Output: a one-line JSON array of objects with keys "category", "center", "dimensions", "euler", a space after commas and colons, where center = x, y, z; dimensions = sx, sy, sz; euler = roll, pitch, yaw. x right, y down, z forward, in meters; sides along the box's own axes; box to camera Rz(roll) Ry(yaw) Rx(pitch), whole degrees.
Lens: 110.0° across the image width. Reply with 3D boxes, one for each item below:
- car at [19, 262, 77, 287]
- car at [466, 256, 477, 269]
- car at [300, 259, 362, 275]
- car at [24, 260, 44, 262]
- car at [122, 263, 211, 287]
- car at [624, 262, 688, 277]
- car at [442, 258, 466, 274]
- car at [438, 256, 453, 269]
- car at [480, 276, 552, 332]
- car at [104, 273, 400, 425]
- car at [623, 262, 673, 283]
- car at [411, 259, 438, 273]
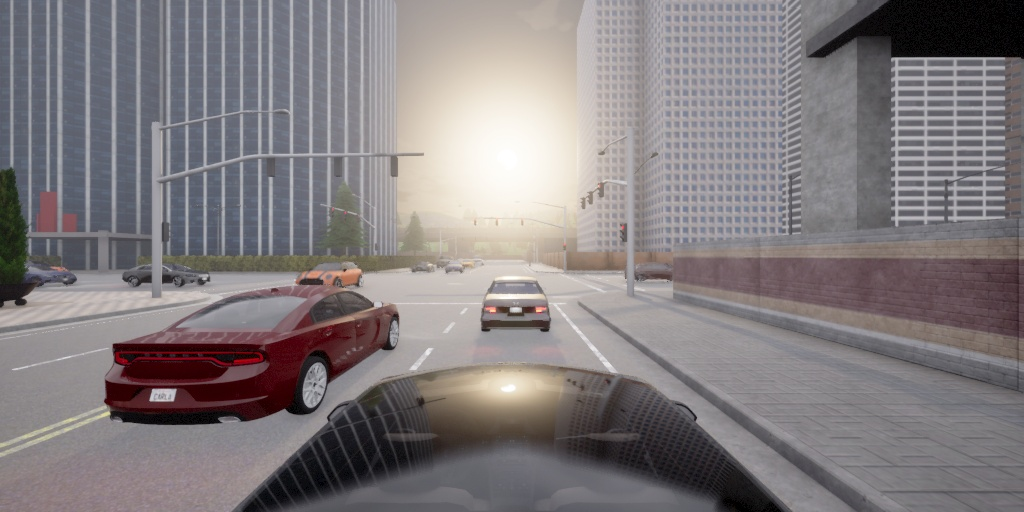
[{"category": "car", "center": [-31.875, 1.276, 23.710], "dimensions": [4.674, 1.442, 1.812], "euler": [0, 0, 0]}, {"category": "car", "center": [-7.039, 1.227, 56.227], "dimensions": [1.882, 1.535, 5.008], "euler": [0, 0, 0]}, {"category": "car", "center": [-10.583, 1.102, 21.082], "dimensions": [2.097, 1.767, 4.553], "euler": [0, 0, 0]}, {"category": "car", "center": [-36.538, 1.102, 27.176], "dimensions": [4.553, 1.767, 2.097], "euler": [0, 0, 0]}, {"category": "car", "center": [-22.785, 1.241, 23.758], "dimensions": [4.902, 1.511, 2.128], "euler": [0, 0, 1]}, {"category": "car", "center": [13.922, 1.297, 34.818], "dimensions": [5.357, 1.411, 2.033], "euler": [0, 0, 0]}, {"category": "car", "center": [-6.569, 1.275, 40.883], "dimensions": [1.812, 1.442, 4.674], "euler": [0, 0, -6]}, {"category": "car", "center": [-10.546, 0.970, 56.970], "dimensions": [2.150, 2.045, 5.566], "euler": [0, 0, 0]}, {"category": "car", "center": [0.092, 1.297, 10.842], "dimensions": [2.033, 1.411, 5.357], "euler": [0, 0, 0]}, {"category": "car", "center": [-3.439, 1.228, 6.030], "dimensions": [1.882, 1.535, 5.008], "euler": [0, 0, 0]}, {"category": "car", "center": [10.976, 1.275, 27.653], "dimensions": [4.674, 1.442, 1.812], "euler": [0, 0, 1]}, {"category": "car", "center": [-10.559, 1.314, 42.645], "dimensions": [1.994, 1.385, 4.181], "euler": [0, 0, 0]}]
